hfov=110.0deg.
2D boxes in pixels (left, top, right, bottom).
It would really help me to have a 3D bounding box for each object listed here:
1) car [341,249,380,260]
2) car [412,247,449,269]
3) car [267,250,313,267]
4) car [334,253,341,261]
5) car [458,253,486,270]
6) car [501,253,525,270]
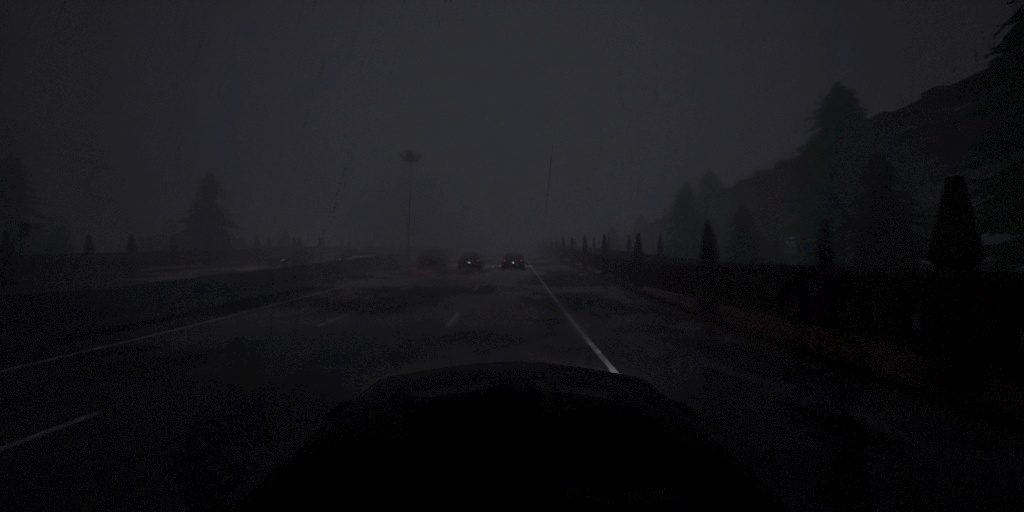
[{"bbox_3d":[-14.072,0.216,34.215,1.812,1.442,4.674,0,2,0],"label":"car"},{"bbox_3d":[-6.900,0.281,31.523,1.882,1.535,5.008,0,2,0],"label":"car"},{"bbox_3d":[-21.069,0.167,34.162,1.882,1.535,5.008,0,2,0],"label":"car"},{"bbox_3d":[-17.556,-0.020,39.168,2.128,1.511,4.902,0,2,0],"label":"car"},{"bbox_3d":[-3.404,0.406,30.619,1.994,1.385,4.181,0,2,0],"label":"car"},{"bbox_3d":[0.097,0.407,30.613,1.994,1.385,4.181,0,2,0],"label":"car"}]
